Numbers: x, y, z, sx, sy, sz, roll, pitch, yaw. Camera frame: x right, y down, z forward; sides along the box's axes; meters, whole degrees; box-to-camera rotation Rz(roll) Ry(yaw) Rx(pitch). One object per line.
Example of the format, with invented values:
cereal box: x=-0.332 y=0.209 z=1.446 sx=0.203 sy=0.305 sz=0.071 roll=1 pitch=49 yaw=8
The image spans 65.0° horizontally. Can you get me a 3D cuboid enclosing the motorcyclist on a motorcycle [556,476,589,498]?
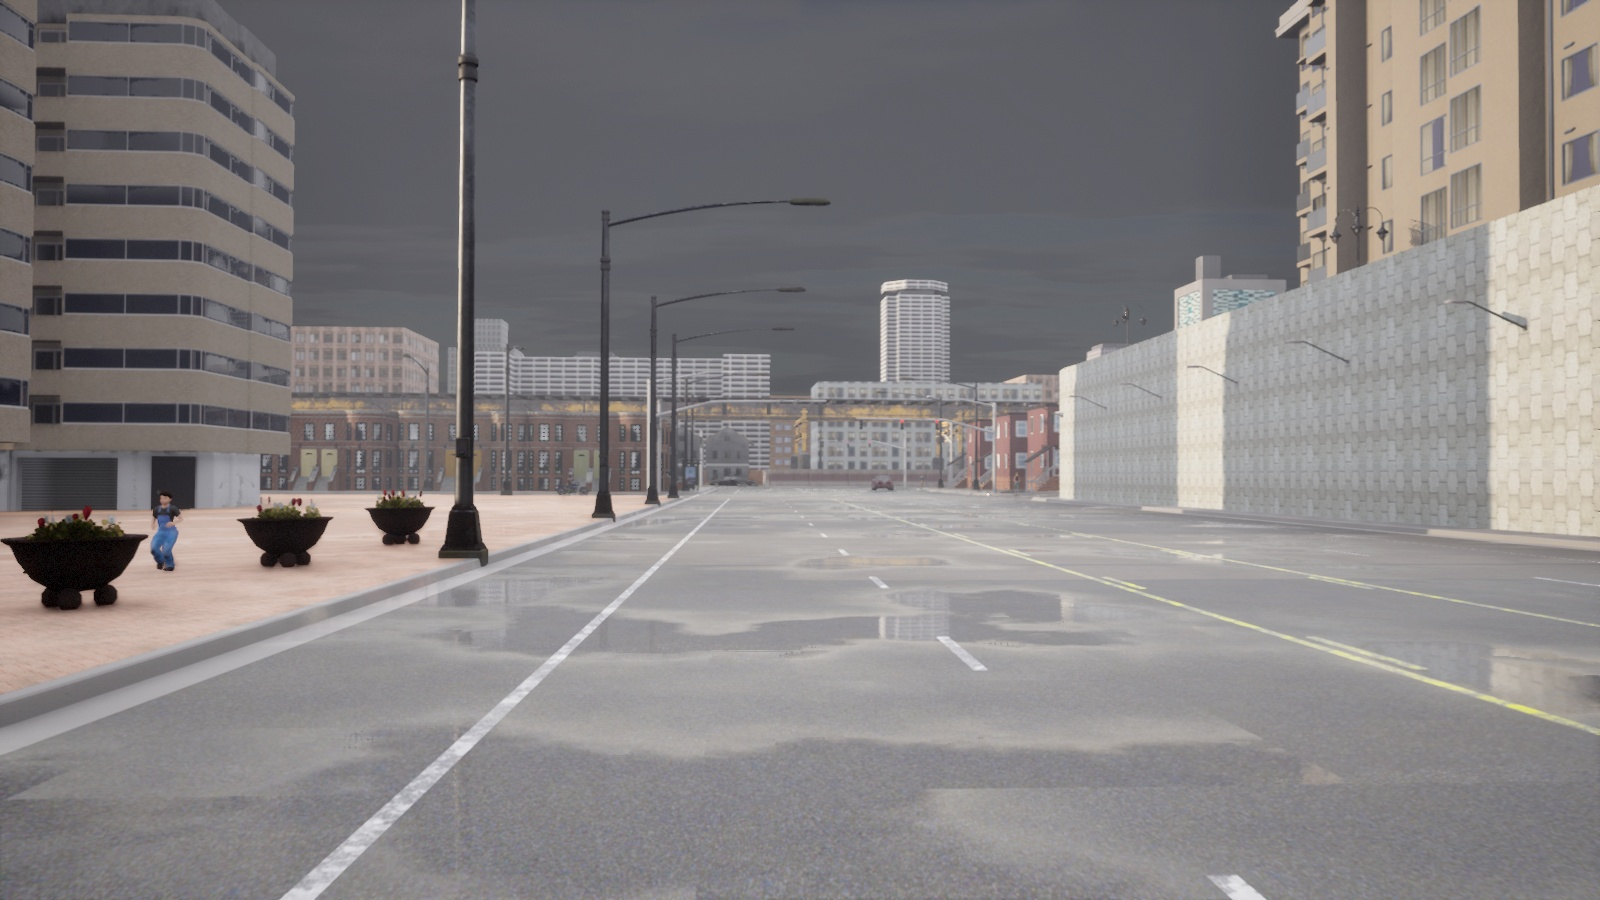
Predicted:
motorcyclist on a motorcycle: x=-16.975 y=2.787 z=93.870 sx=2.350 sy=1.649 sz=0.766 roll=0 pitch=-1 yaw=-2

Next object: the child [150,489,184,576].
child: x=-9.271 y=1.199 z=18.388 sx=0.270 sy=1.263 sz=0.437 roll=0 pitch=-1 yaw=-1
